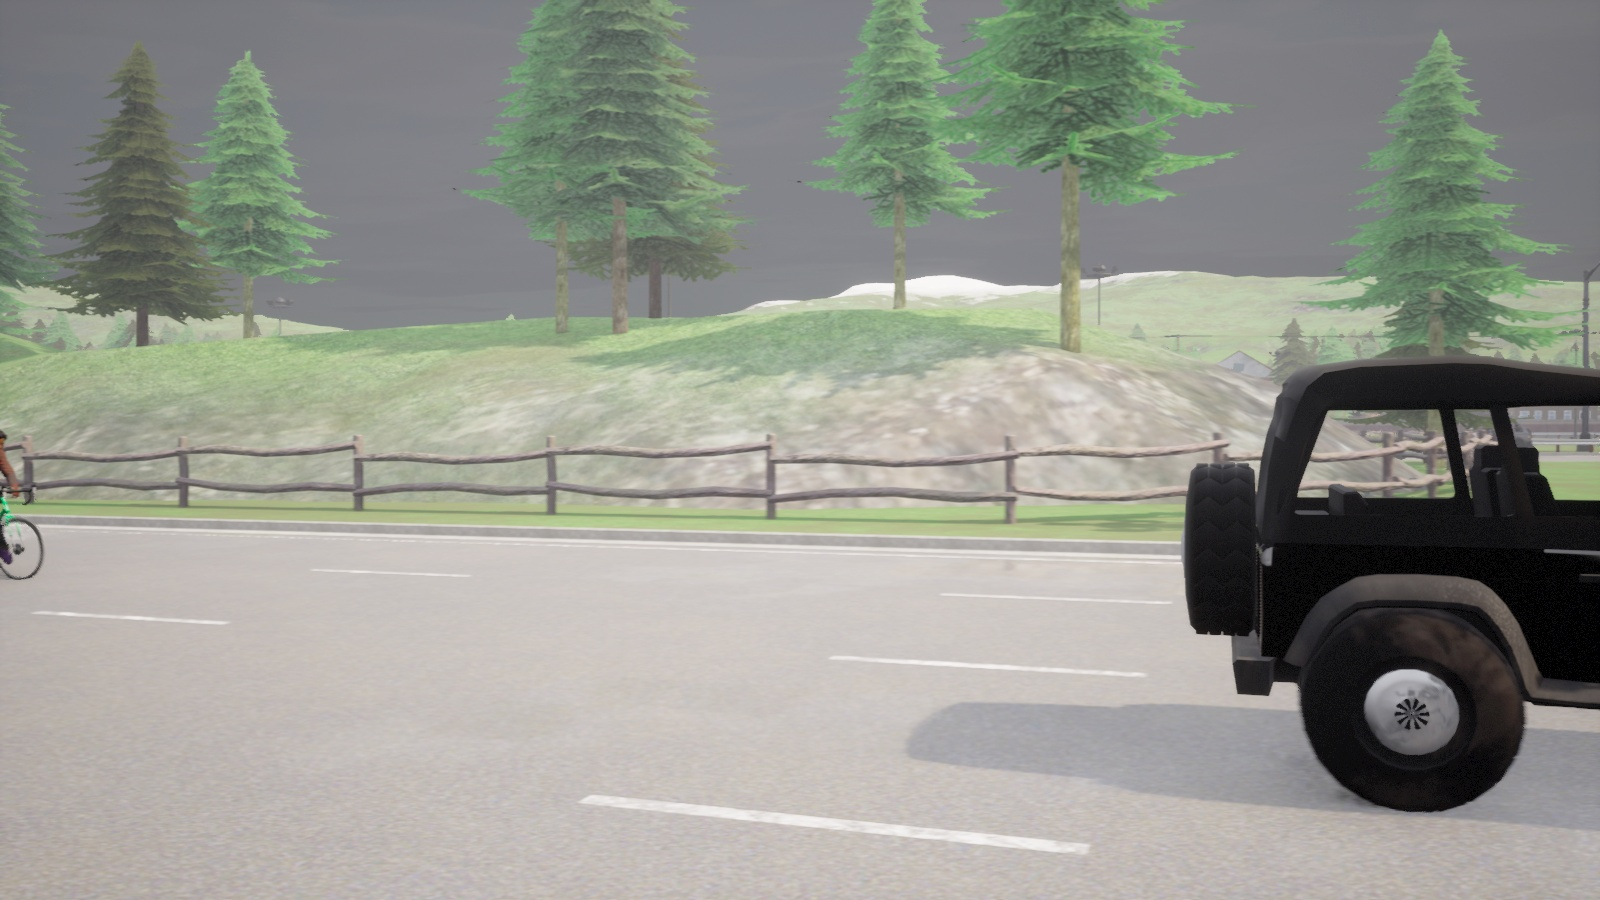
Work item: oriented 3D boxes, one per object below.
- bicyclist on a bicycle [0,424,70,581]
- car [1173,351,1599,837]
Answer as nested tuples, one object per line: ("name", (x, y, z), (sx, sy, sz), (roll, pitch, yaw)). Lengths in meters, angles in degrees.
("bicyclist on a bicycle", (-8.740, 0.530, 13.520), (1.656, 1.620, 0.582), (1, 1, 19))
("car", (3.730, 0.546, 5.628), (3.866, 1.878, 1.905), (1, 1, 19))
